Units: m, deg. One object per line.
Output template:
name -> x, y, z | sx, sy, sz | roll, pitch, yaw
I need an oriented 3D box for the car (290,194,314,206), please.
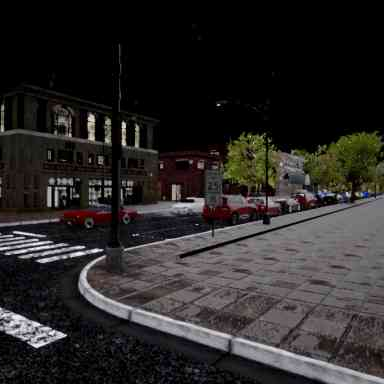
car -> 14.920, 0.971, 44.790 | 1.812, 1.442, 4.674 | 1, 1, 35

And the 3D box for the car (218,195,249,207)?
car -> 5.110, 1.069, 40.638 | 1.947, 1.339, 4.313 | 1, 2, 34

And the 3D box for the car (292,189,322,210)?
car -> 12.029, 0.893, 35.901 | 2.192, 1.841, 5.009 | 1, 2, 34

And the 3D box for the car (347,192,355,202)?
car -> 23.634, 0.690, 52.083 | 2.097, 1.767, 4.553 | 1, 1, 34

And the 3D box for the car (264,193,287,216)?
car -> 5.754, 1.152, 26.763 | 1.967, 1.590, 4.097 | 1, 1, 34

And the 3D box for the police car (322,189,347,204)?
police car -> 19.769, 0.847, 46.415 | 1.930, 1.638, 5.238 | 1, 1, 34

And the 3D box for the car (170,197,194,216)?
car -> 0.014, 1.206, 28.651 | 1.812, 1.442, 4.674 | 1, 1, 35

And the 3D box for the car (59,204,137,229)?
car -> -5.632, 1.401, 20.422 | 1.895, 1.301, 4.718 | 1, 1, 34

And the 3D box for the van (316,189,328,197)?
van -> 30.206, 0.297, 77.190 | 1.690, 1.788, 3.998 | 1, 2, 34

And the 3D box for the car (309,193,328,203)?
car -> 19.923, 0.861, 52.179 | 1.812, 1.442, 4.674 | 1, 1, 34

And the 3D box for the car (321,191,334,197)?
car -> 33.340, 0.437, 81.765 | 2.008, 1.369, 4.403 | 1, 2, 34

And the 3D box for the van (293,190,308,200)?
van -> 20.796, 0.504, 63.481 | 1.690, 1.788, 3.998 | 1, 2, 34

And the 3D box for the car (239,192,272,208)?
car -> 7.655, 0.870, 39.754 | 2.097, 1.767, 4.553 | 1, 1, 35

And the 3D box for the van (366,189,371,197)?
van -> 40.260, 0.302, 77.029 | 1.690, 1.788, 3.998 | 1, 2, 34

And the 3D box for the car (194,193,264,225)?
car -> 2.618, 1.093, 22.191 | 2.192, 1.841, 5.009 | 1, 1, 34

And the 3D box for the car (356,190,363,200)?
car -> 30.846, 0.751, 63.325 | 1.802, 1.307, 4.206 | 1, 2, 34

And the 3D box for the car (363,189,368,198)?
car -> 34.080, 0.623, 68.033 | 1.752, 1.417, 4.829 | 1, 2, 34

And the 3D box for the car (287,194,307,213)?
car -> 8.890, 1.196, 31.336 | 2.008, 1.369, 4.403 | 1, 2, 34
